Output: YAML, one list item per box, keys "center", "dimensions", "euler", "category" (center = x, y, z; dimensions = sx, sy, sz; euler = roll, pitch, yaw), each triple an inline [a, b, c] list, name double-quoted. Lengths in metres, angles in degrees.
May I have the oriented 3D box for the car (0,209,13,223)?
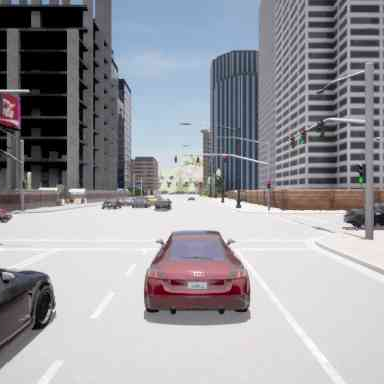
- center: [-15.266, 1.525, 23.662]
  dimensions: [4.674, 1.442, 1.812]
  euler: [0, 0, 0]
  category: "car"

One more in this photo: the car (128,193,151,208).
- center: [-7.166, 1.352, 47.037]
  dimensions: [2.097, 1.767, 4.553]
  euler: [0, 0, 0]
  category: "car"

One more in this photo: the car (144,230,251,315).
- center: [0.088, 1.564, 7.680]
  dimensions: [1.994, 1.385, 4.181]
  euler: [0, 0, 0]
  category: "car"

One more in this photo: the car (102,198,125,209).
- center: [-10.669, 1.526, 44.493]
  dimensions: [1.812, 1.442, 4.674]
  euler: [0, 0, 0]
  category: "car"

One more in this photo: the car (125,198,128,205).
- center: [-10.645, 1.601, 53.601]
  dimensions: [1.895, 1.301, 4.718]
  euler: [0, 0, 0]
  category: "car"

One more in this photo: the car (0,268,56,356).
- center: [-3.414, 1.564, 4.263]
  dimensions: [1.994, 1.385, 4.181]
  euler: [0, 0, 0]
  category: "car"

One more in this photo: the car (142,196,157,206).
- center: [-7.129, 1.477, 56.373]
  dimensions: [1.882, 1.535, 5.008]
  euler: [0, 0, 0]
  category: "car"

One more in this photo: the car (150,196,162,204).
- center: [-7.117, 1.505, 66.571]
  dimensions: [1.837, 1.490, 4.892]
  euler: [0, 0, 0]
  category: "car"

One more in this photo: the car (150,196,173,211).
- center: [-3.542, 1.491, 41.600]
  dimensions: [2.128, 1.511, 4.902]
  euler: [0, 0, 1]
  category: "car"

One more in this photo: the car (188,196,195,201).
- center: [-0.148, 1.595, 84.260]
  dimensions: [1.895, 1.301, 4.718]
  euler: [0, 0, 0]
  category: "car"

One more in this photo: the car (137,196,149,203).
- center: [-10.627, 1.552, 72.743]
  dimensions: [1.994, 1.385, 4.181]
  euler: [0, 0, 0]
  category: "car"

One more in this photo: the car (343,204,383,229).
- center: [11.843, 1.505, 20.357]
  dimensions: [4.892, 1.490, 1.837]
  euler: [0, 0, 0]
  category: "car"

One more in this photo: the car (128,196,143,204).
- center: [-10.622, 1.564, 62.749]
  dimensions: [1.994, 1.385, 4.181]
  euler: [0, 0, 0]
  category: "car"
